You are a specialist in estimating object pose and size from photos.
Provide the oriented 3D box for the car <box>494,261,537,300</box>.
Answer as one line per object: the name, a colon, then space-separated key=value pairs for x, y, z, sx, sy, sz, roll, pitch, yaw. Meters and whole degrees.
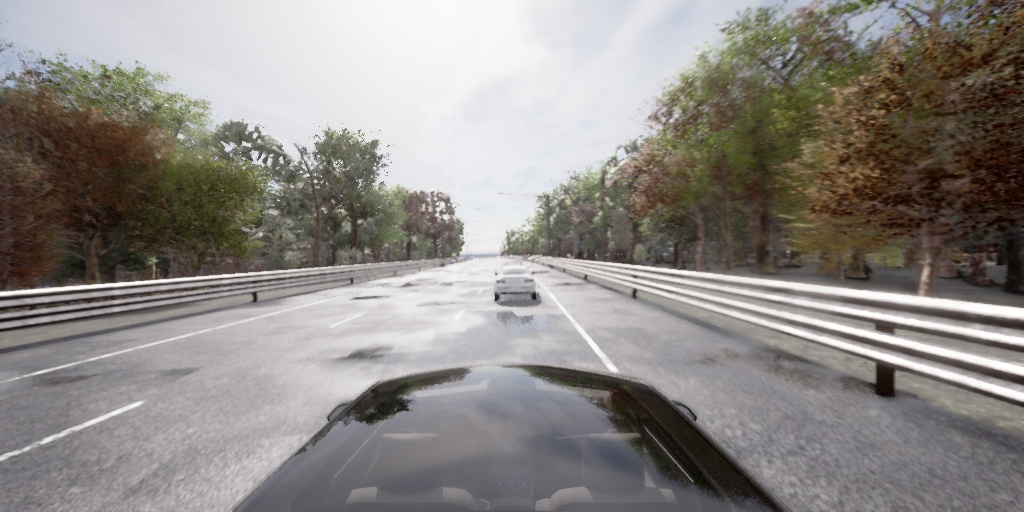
car: x=0.136 y=1.135 z=16.751 sx=1.812 sy=1.442 sz=4.674 roll=-1 pitch=0 yaw=0
